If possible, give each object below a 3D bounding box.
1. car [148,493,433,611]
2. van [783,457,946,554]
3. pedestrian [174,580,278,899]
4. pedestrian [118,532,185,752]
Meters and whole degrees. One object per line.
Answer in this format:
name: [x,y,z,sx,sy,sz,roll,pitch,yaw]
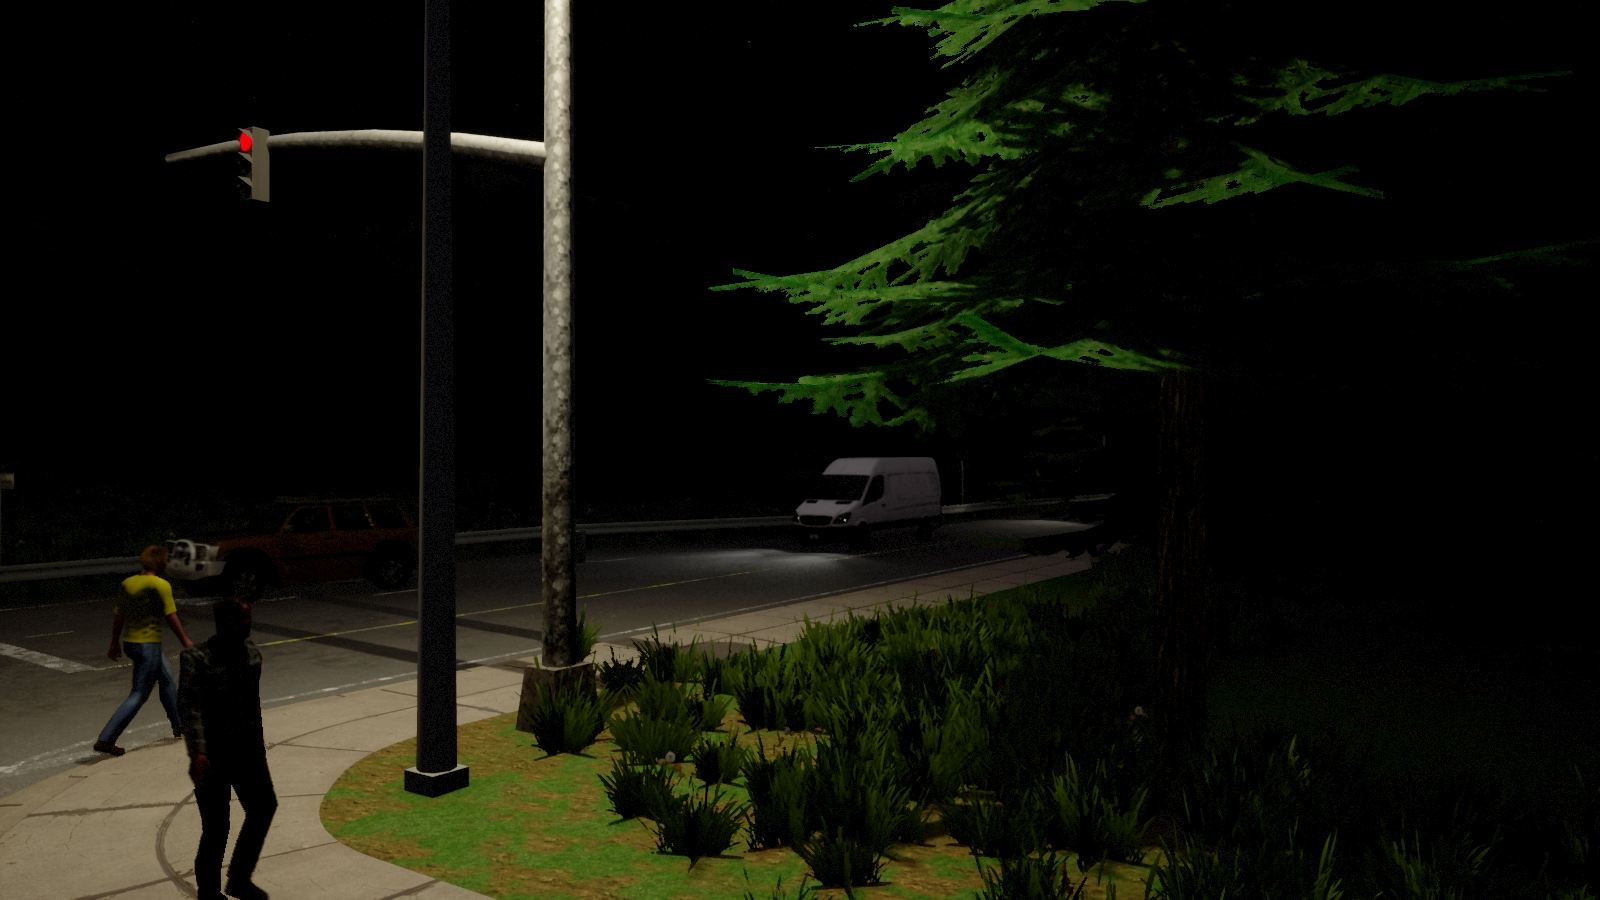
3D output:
car: [-9.611,1.825,21.875,1.932,1.855,4.605,0,0,40]
van: [2.032,1.497,33.626,1.988,2.561,5.915,0,0,34]
pedestrian: [-3.233,1.691,6.445,0.375,1.860,0.375,0,0,27]
pedestrian: [-5.723,1.668,10.089,0.375,1.860,0.375,0,0,28]
